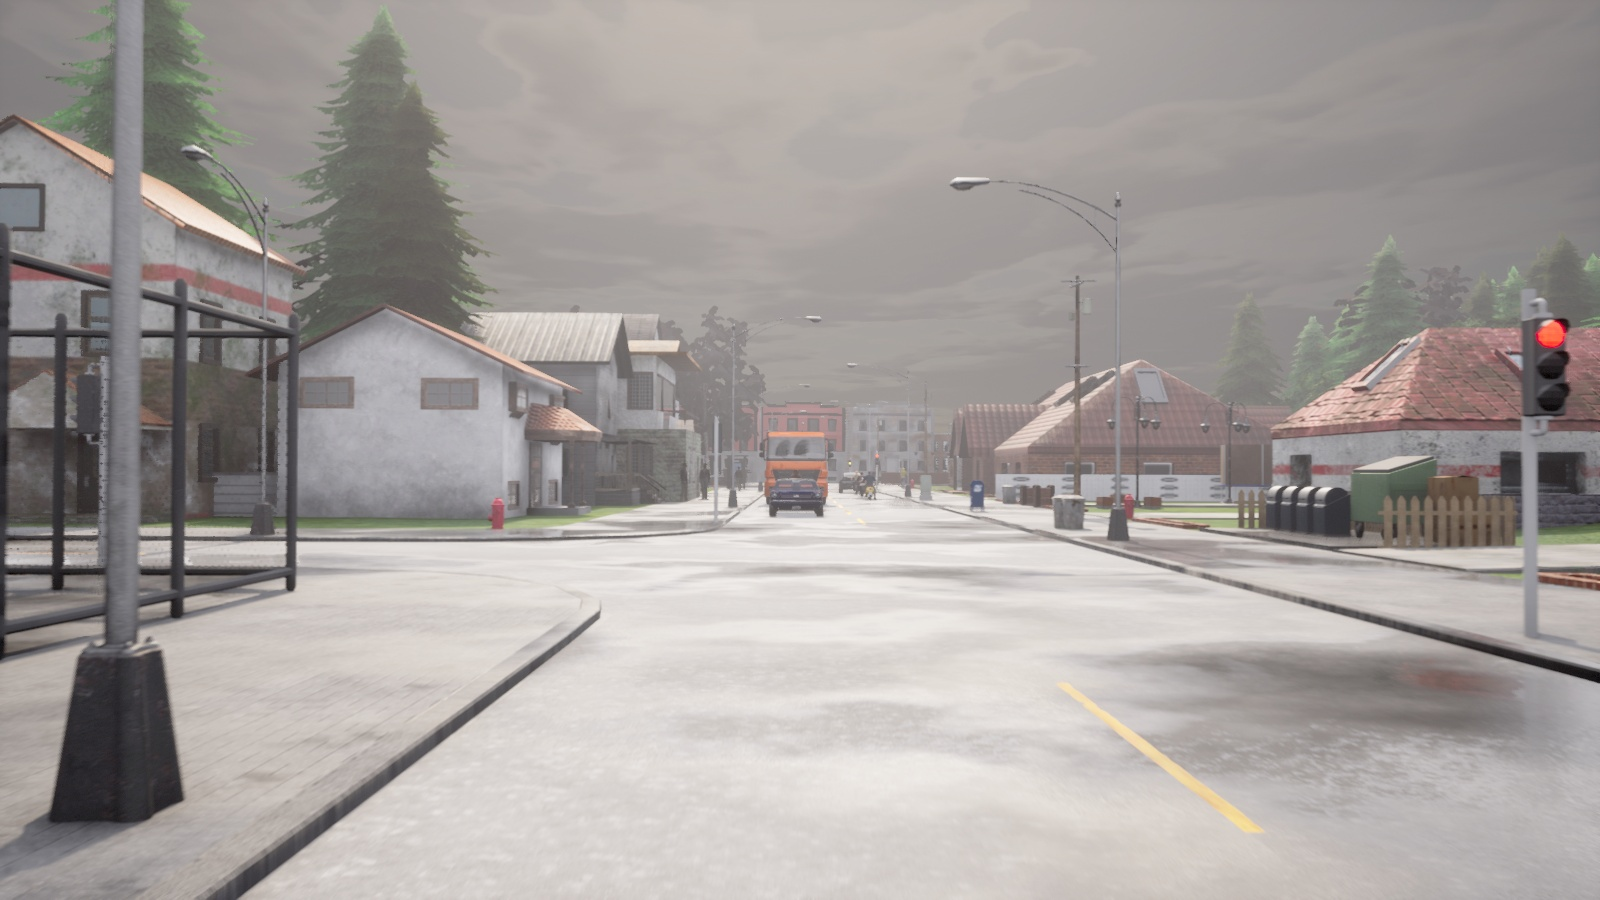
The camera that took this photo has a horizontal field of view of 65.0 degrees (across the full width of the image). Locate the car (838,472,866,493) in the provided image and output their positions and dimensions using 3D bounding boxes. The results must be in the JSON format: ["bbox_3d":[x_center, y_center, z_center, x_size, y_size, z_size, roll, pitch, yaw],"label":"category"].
[{"bbox_3d":[3.739,2.318,90.411,1.837,1.490,4.892,0,-1,0],"label":"car"}]

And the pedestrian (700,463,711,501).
[{"bbox_3d":[-4.813,1.610,63.728,0.402,1.930,0.666,0,-1,9],"label":"pedestrian"}]

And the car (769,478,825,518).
[{"bbox_3d":[-0.129,1.664,44.691,1.895,1.301,4.718,0,-1,-1],"label":"car"}]

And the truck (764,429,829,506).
[{"bbox_3d":[-0.171,0.852,60.821,2.891,3.462,7.936,0,-1,0],"label":"truck"}]

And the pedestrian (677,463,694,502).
[{"bbox_3d":[-5.467,1.546,59.713,0.703,1.840,0.431,0,-1,-22],"label":"pedestrian"}]
